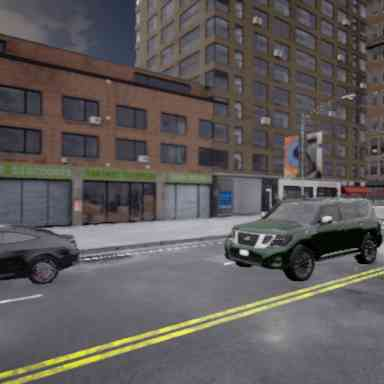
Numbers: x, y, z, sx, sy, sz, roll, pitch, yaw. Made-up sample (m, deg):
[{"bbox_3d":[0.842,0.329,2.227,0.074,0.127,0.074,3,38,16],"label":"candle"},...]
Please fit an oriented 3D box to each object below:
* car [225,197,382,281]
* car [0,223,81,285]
[{"bbox_3d":[3.582,1.195,10.113,5.566,2.045,2.150,0,0,-35],"label":"car"},{"bbox_3d":[-5.121,1.525,7.995,4.674,1.442,1.812,0,0,-35],"label":"car"}]
